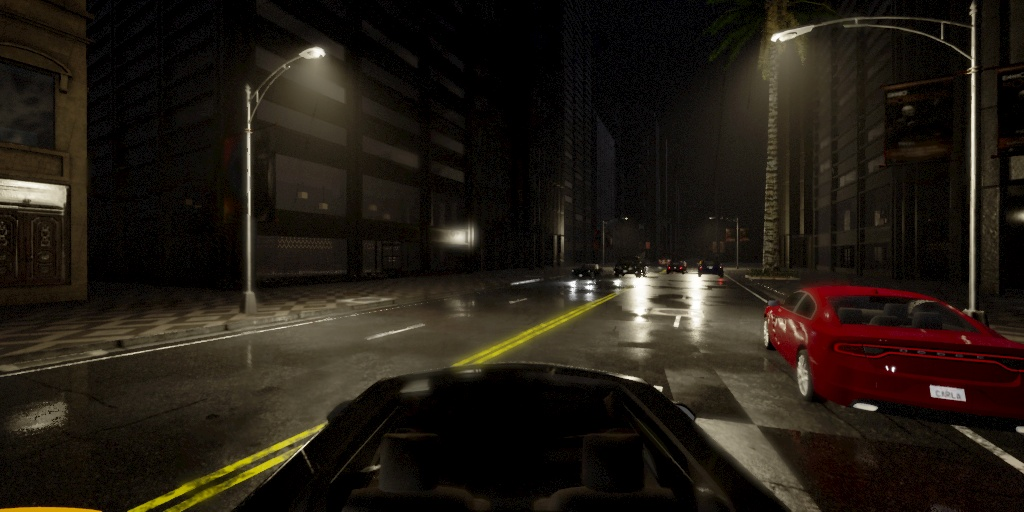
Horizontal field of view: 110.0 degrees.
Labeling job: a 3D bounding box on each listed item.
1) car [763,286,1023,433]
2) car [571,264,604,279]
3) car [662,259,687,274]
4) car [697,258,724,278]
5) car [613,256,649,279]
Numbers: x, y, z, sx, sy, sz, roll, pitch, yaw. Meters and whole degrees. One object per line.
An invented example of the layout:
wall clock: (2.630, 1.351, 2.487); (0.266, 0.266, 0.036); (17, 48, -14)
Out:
car: (5.511, 1.228, 5.807); (1.882, 1.535, 5.008); (0, 0, 27)
car: (6.834, 1.360, 32.424); (1.895, 1.301, 4.718); (0, 0, 27)
car: (18.625, 1.315, 40.713); (2.033, 1.411, 5.357); (0, 0, 27)
car: (19.269, 1.116, 34.891); (2.097, 1.767, 4.553); (0, 0, 27)
car: (11.063, 0.983, 33.543); (2.150, 2.045, 5.566); (0, 0, 27)
